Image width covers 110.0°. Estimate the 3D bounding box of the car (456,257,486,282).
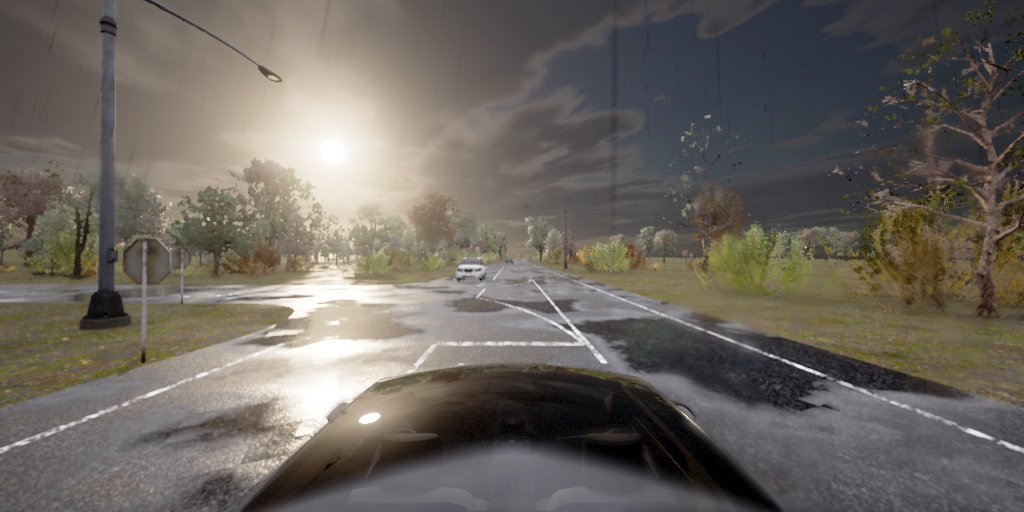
[{"bbox_3d":[-3.432,1.104,30.998,2.150,2.045,5.566,0,0,0],"label":"car"}]
